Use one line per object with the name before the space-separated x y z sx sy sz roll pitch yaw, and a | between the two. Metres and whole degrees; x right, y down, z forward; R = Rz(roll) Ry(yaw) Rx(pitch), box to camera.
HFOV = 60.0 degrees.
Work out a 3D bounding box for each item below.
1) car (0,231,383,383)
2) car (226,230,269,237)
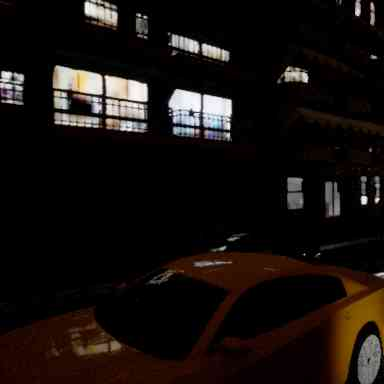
car | 0.287 1.479 3.621 5.008 1.535 1.882 0 0 -37
car | 1.364 1.578 7.639 4.206 1.307 1.802 0 -1 -37
